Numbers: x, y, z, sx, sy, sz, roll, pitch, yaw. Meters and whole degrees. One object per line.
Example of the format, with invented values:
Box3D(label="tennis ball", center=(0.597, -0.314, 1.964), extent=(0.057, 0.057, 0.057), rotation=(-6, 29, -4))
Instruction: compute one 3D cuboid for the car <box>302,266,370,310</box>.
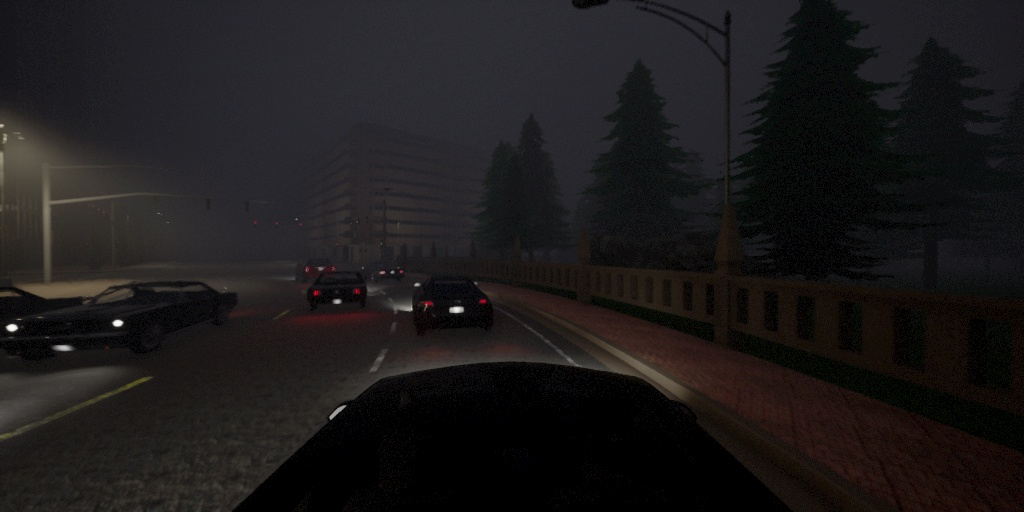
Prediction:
Box3D(label="car", center=(-6.769, 1.241, 14.259), extent=(1.895, 1.301, 4.718), rotation=(0, 1, -22))

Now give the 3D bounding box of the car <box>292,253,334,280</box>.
Box3D(label="car", center=(-14.098, 0.895, 25.693), extent=(2.097, 1.767, 4.553), rotation=(-1, 1, -38))

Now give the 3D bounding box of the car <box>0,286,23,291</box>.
Box3D(label="car", center=(-11.783, 1.319, 7.217), extent=(1.895, 1.301, 4.718), rotation=(0, 1, -16))

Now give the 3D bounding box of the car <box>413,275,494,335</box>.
Box3D(label="car", center=(-1.846, 1.232, 10.426), extent=(1.994, 1.385, 4.181), rotation=(0, 0, -16))

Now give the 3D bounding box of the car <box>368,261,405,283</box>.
Box3D(label="car", center=(-9.282, 1.084, 25.335), extent=(2.033, 1.411, 5.357), rotation=(-1, 1, -37))

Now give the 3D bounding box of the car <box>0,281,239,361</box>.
Box3D(label="car", center=(-8.551, 1.301, 8.461), extent=(1.895, 1.301, 4.718), rotation=(0, 1, -16))
